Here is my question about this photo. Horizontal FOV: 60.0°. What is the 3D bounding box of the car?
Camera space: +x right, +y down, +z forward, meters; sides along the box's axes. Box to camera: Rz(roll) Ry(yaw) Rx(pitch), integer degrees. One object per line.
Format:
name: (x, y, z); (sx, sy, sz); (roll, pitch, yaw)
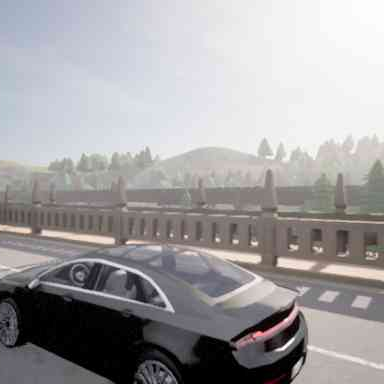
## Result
car: (-0.941, 1.500, 4.664); (4.902, 1.511, 2.128); (0, 0, 35)
